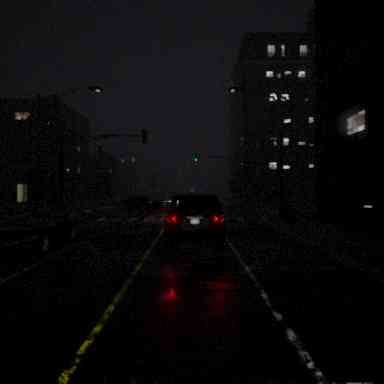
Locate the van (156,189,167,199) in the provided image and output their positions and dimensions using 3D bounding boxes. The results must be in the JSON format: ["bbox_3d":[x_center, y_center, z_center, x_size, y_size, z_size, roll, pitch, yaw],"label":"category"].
[{"bbox_3d":[-5.661,0.398,61.732,1.690,1.788,3.998,1,1,0],"label":"van"}]

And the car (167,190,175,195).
[{"bbox_3d":[-5.660,0.207,90.166,1.802,1.307,4.206,1,1,0],"label":"car"}]

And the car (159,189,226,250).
[{"bbox_3d":[0.108,1.014,13.466,2.150,2.045,5.566,0,1,0],"label":"car"}]

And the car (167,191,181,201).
[{"bbox_3d":[-3.043,0.614,57.448,2.128,1.511,4.902,0,1,1],"label":"car"}]

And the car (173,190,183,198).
[{"bbox_3d":[-2.987,0.394,72.447,1.837,1.490,4.892,0,1,0],"label":"car"}]

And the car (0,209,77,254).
[{"bbox_3d":[-5.675,1.360,12.416,2.008,1.369,4.403,1,1,0],"label":"car"}]

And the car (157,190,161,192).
[{"bbox_3d":[-5.743,0.775,50.367,1.887,1.381,4.507,1,1,0],"label":"car"}]

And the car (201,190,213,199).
[{"bbox_3d":[2.717,0.496,61.793,1.967,1.590,4.097,1,1,0],"label":"car"}]

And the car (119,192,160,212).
[{"bbox_3d":[-4.816,1.006,30.888,5.008,1.535,1.882,1,0,43],"label":"car"}]
